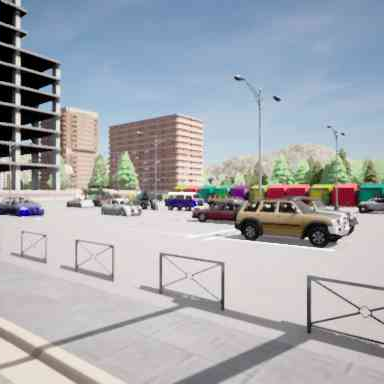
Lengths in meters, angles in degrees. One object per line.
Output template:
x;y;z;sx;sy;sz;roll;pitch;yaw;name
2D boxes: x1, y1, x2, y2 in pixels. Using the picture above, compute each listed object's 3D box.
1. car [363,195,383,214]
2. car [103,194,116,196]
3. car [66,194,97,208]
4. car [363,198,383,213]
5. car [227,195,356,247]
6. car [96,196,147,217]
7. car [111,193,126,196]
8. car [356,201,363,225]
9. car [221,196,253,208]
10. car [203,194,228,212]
17.973;1.160;31.773;3.866;1.878;1.905;0;0;38;car
-12.732;1.330;45.324;3.905;1.438;1.784;0;0;38;car
-14.517;1.361;43.044;3.806;1.475;1.970;0;0;38;car
19.766;1.400;34.046;3.806;1.475;1.970;0;0;38;car
4.081;1.151;14.052;4.605;1.855;1.932;0;0;38;car
-6.180;1.376;29.194;3.806;1.475;1.970;0;0;38;car
-11.118;1.121;47.468;4.605;1.855;1.932;0;0;38;car
5.907;1.155;16.297;3.866;1.878;1.905;0;0;38;car
6.000;1.350;44.797;3.905;1.438;1.784;0;0;38;car
4.164;1.138;42.556;4.605;1.855;1.932;0;0;38;car
